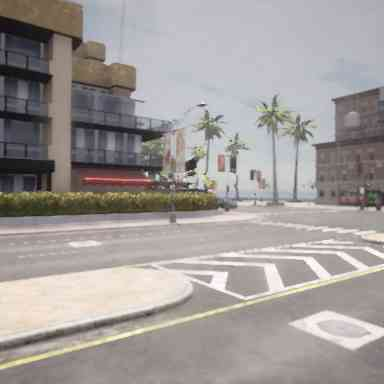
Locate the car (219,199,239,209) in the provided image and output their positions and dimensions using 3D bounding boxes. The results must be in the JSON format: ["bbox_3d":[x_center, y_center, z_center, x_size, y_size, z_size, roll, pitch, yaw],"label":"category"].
[{"bbox_3d":[5.047,1.792,51.110,1.837,1.490,4.892,1,0,-35],"label":"car"}]
